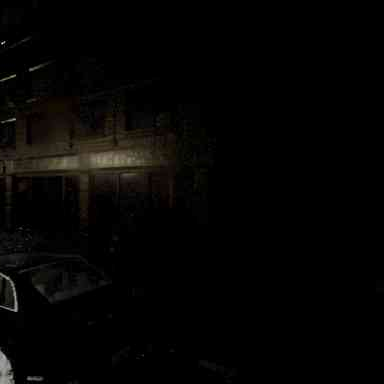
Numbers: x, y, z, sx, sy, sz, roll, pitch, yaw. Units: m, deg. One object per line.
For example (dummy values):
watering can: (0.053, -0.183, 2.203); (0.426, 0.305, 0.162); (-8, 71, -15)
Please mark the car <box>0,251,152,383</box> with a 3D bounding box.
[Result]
car: (-2.562, 1.567, 4.917); (4.403, 1.369, 2.008); (0, 0, 36)
